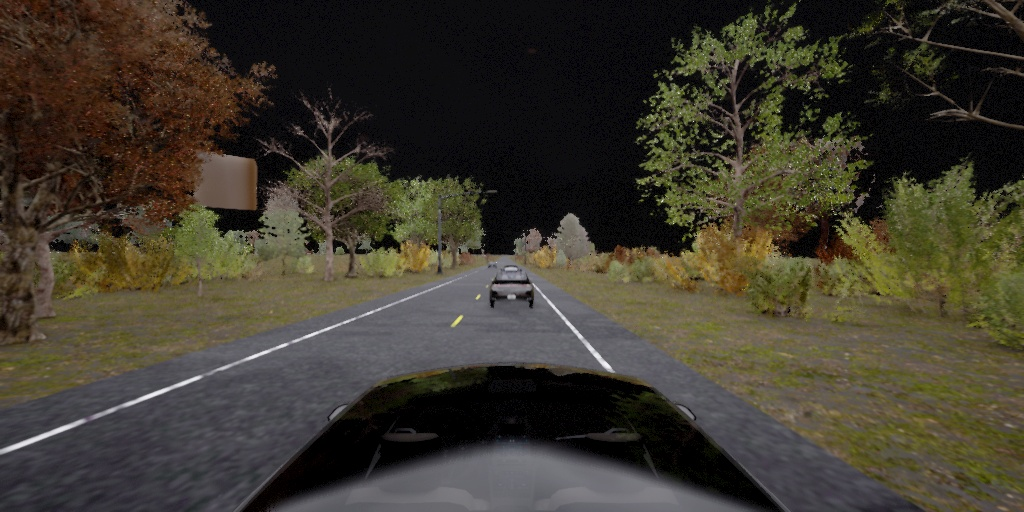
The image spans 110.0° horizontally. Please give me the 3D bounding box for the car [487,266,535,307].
[{"bbox_3d":[-0.013,1.374,16.165,2.128,1.511,4.902,0,0,0],"label":"car"}]
